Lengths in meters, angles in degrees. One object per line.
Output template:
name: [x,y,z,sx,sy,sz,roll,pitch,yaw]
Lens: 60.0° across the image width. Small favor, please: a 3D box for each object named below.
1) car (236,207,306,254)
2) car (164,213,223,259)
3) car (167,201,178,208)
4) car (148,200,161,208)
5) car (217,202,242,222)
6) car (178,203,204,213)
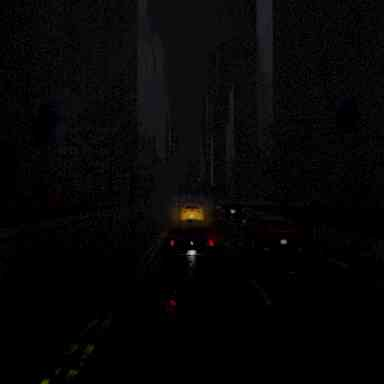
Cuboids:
car: [3.269,1.625,14.243,1.882,1.535,5.008,0,0,0]
car: [0.009,1.738,13.240,1.895,1.301,4.718,0,-1,0]
car: [-3.283,2.156,57.824,1.895,1.301,4.718,0,-1,0]
car: [-6.526,2.109,58.562,2.033,1.411,5.357,0,-1,0]
car: [3.259,1.637,28.422,2.097,1.767,4.553,0,-1,0]
car: [0.014,1.771,29.231,1.882,1.535,5.008,0,0,0]
